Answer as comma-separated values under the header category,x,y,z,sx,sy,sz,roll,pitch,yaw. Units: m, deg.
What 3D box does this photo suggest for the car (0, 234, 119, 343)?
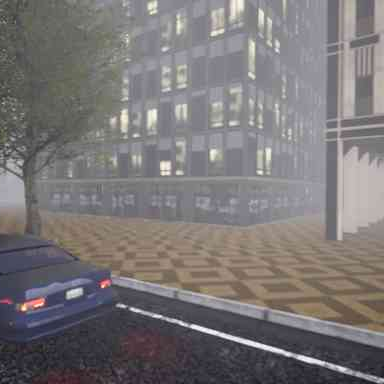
category,x,y,z,sx,sy,sz,roll,pitch,yaw
car,-3.781,1.544,6.383,5.357,1.411,2.033,0,0,36
